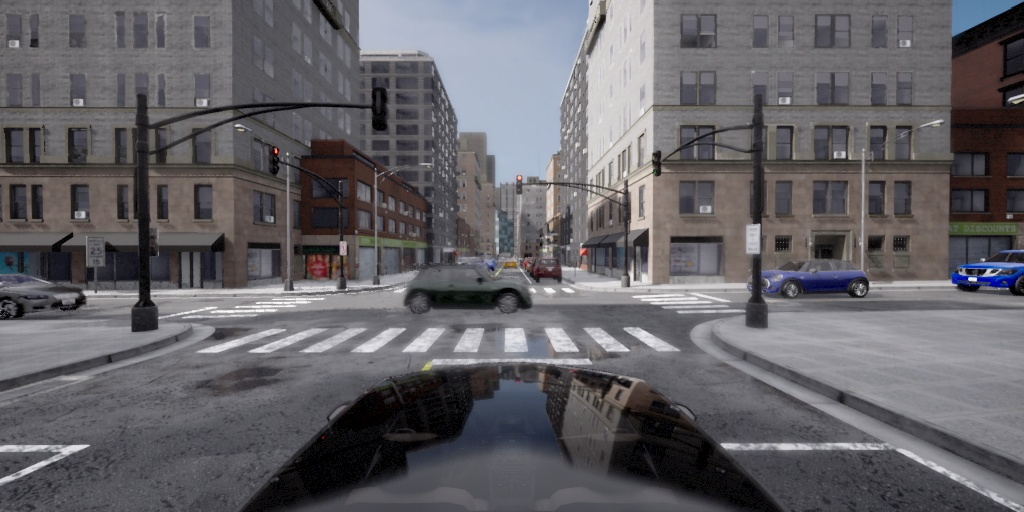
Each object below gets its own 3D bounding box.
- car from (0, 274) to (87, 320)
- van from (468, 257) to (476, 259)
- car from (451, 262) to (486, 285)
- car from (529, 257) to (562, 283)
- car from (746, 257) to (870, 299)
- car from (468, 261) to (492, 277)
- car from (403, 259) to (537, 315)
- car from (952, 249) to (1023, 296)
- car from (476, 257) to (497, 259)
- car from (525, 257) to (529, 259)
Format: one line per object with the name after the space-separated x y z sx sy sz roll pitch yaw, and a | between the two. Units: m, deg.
-18.572 1.415 13.018 4.902 1.511 2.128 -1 1 0 | car
-5.855 1.092 44.897 1.690 1.789 3.998 0 0 0 | van
-3.204 1.244 27.311 2.128 1.511 4.902 0 0 0 | car
2.746 1.066 28.178 2.192 1.841 5.009 0 0 0 | car
13.402 0.937 16.455 4.553 1.767 2.097 -1 1 -1 | car
-3.245 1.300 37.133 2.033 1.411 5.357 0 0 0 | car
-1.536 1.113 13.165 4.553 1.767 2.097 0 1 0 | car
24.026 0.697 16.573 5.566 2.045 2.150 -1 1 0 | car
-3.277 1.228 47.538 1.882 1.535 5.008 0 0 0 | car
2.722 1.067 33.764 2.192 1.841 5.009 0 0 0 | car
